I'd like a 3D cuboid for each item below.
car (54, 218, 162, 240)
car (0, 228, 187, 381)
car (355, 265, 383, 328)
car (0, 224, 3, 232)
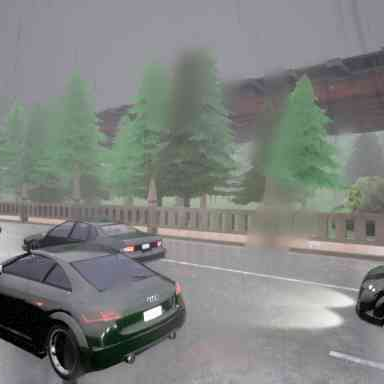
[{"bbox_3d":[-3.311,1.549,10.670,5.357,1.411,2.033,0,0,36],"label":"car"},{"bbox_3d":[-2.149,1.565,5.534,4.181,1.385,1.994,0,0,35],"label":"car"},{"bbox_3d":[4.757,1.564,4.895,4.181,1.385,1.994,0,0,36],"label":"car"},{"bbox_3d":[-11.460,1.550,16.485,5.357,1.411,2.033,0,0,36],"label":"car"}]
